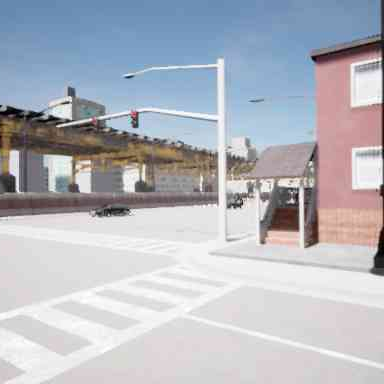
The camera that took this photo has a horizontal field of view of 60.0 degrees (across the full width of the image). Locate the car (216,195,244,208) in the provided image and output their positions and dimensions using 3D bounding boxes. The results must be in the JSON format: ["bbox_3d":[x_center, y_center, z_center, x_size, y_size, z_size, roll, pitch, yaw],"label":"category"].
[{"bbox_3d":[6.396,1.528,55.162,2.150,2.045,5.566,-1,-1,36],"label":"car"}]

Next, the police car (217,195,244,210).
[{"bbox_3d":[5.726,1.689,48.140,1.930,1.638,5.238,-1,0,36],"label":"police car"}]

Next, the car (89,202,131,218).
[{"bbox_3d":[-8.438,1.830,34.523,1.812,1.442,4.674,-1,0,36],"label":"car"}]

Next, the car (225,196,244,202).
[{"bbox_3d":[11.644,1.947,91.192,4.974,1.542,2.038,0,0,-26],"label":"car"}]

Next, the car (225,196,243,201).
[{"bbox_3d":[11.596,1.790,91.170,4.536,1.218,1.853,0,0,-26],"label":"car"}]
